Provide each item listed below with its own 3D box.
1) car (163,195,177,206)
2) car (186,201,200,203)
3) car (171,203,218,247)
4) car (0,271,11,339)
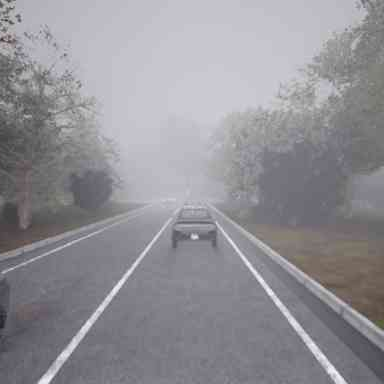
[{"bbox_3d":[-3.518,1.259,53.679,2.097,1.767,4.553,0,0,0],"label":"car"},{"bbox_3d":[0.104,1.549,33.191,1.895,1.301,4.718,0,0,0],"label":"car"},{"bbox_3d":[0.103,1.474,14.935,2.128,1.511,4.902,0,0,0],"label":"car"},{"bbox_3d":[-3.599,1.504,3.003,1.837,1.490,4.892,0,0,0],"label":"car"}]
